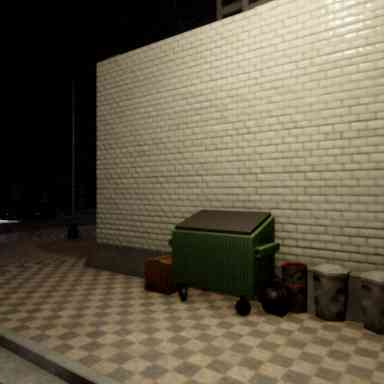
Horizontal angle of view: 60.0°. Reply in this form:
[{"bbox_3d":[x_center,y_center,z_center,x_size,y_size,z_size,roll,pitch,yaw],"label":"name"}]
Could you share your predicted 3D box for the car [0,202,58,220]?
[{"bbox_3d":[-13.713,1.618,28.427,1.994,1.385,4.181,0,0,35],"label":"car"}]
